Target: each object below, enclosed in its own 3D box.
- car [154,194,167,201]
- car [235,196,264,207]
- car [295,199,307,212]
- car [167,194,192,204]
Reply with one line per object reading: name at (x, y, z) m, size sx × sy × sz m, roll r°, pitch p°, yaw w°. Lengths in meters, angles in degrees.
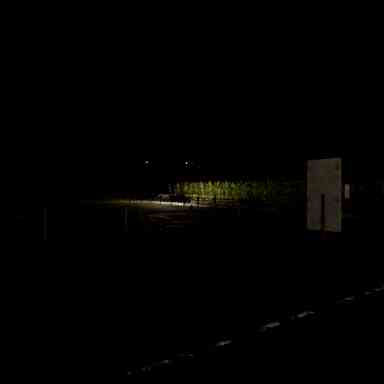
car at (-6.093, 1.119, 69.911) m, size 2.033 × 1.411 × 5.357 m, roll 0°, pitch 0°, yaw -31°
car at (8.120, 1.268, 47.331) m, size 2.128 × 1.511 × 4.902 m, roll 0°, pitch 0°, yaw -33°
car at (12.676, 1.372, 33.534) m, size 1.837 × 1.490 × 4.892 m, roll 0°, pitch 0°, yaw -33°
car at (-1.888, 1.176, 56.203) m, size 1.837 × 1.490 × 4.892 m, roll 0°, pitch 0°, yaw -32°
